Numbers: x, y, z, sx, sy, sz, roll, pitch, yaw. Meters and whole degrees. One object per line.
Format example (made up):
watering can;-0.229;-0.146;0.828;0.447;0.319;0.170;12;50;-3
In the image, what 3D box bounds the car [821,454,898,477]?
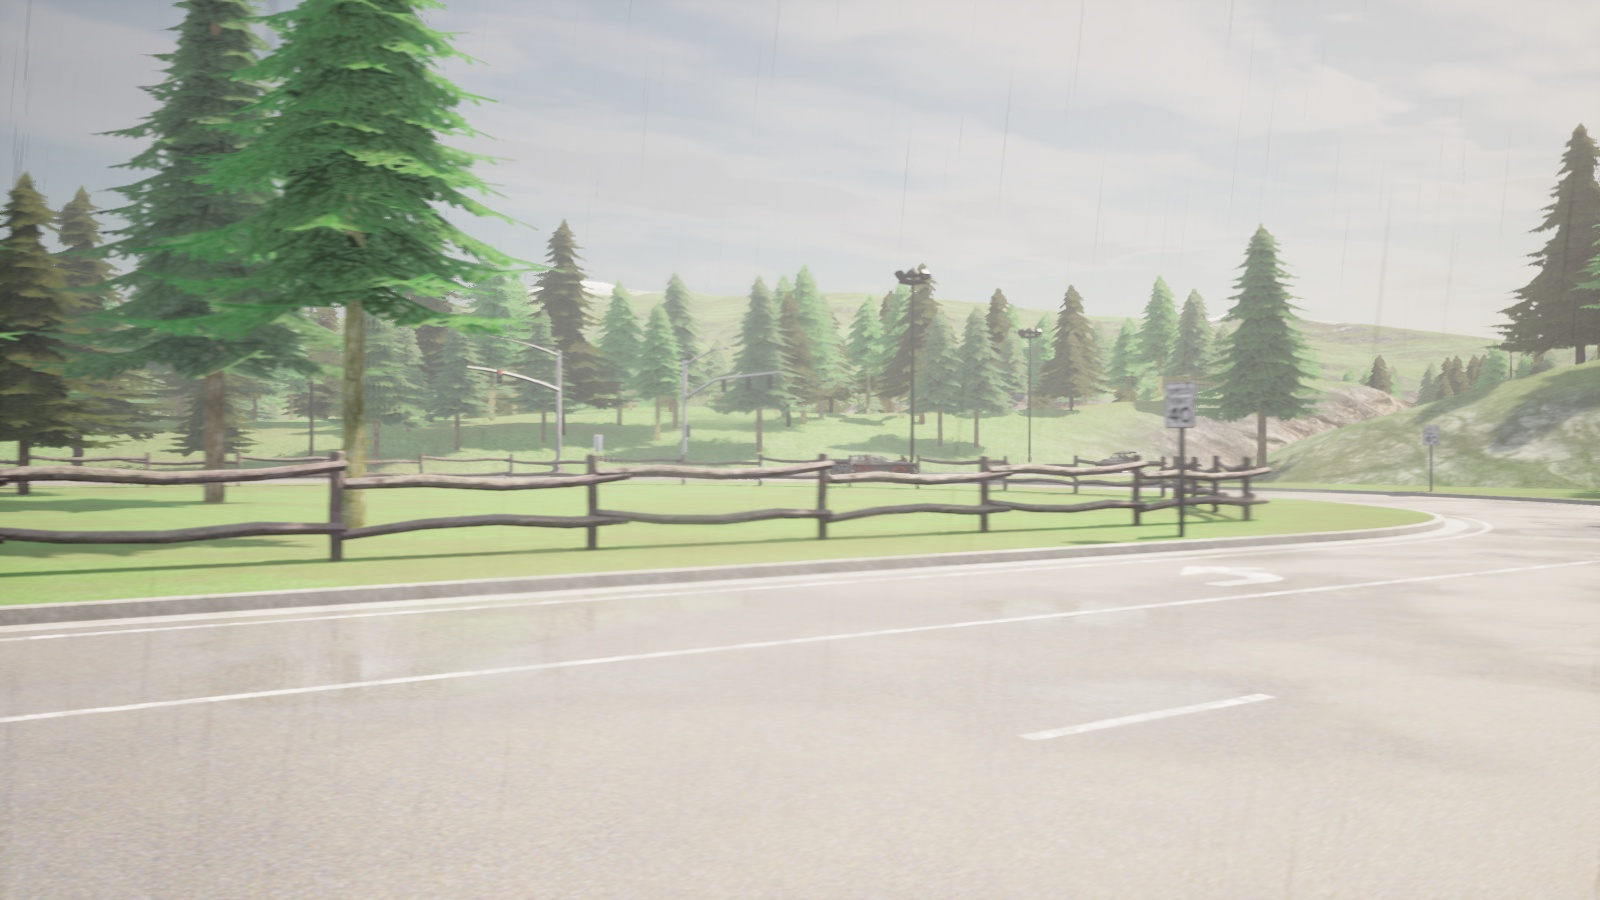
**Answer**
car;4.007;1.000;84.800;4.902;1.511;2.128;0;0;-35
